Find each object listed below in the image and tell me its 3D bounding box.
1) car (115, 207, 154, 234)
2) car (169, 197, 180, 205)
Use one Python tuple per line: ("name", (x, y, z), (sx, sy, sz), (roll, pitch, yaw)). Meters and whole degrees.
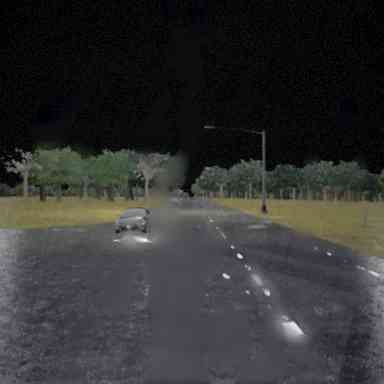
("car", (-3.500, 1.730, 20.850), (1.837, 1.490, 4.892), (0, -1, 0))
("car", (-3.744, 1.856, 70.628), (2.097, 1.767, 4.553), (0, 0, 1))
